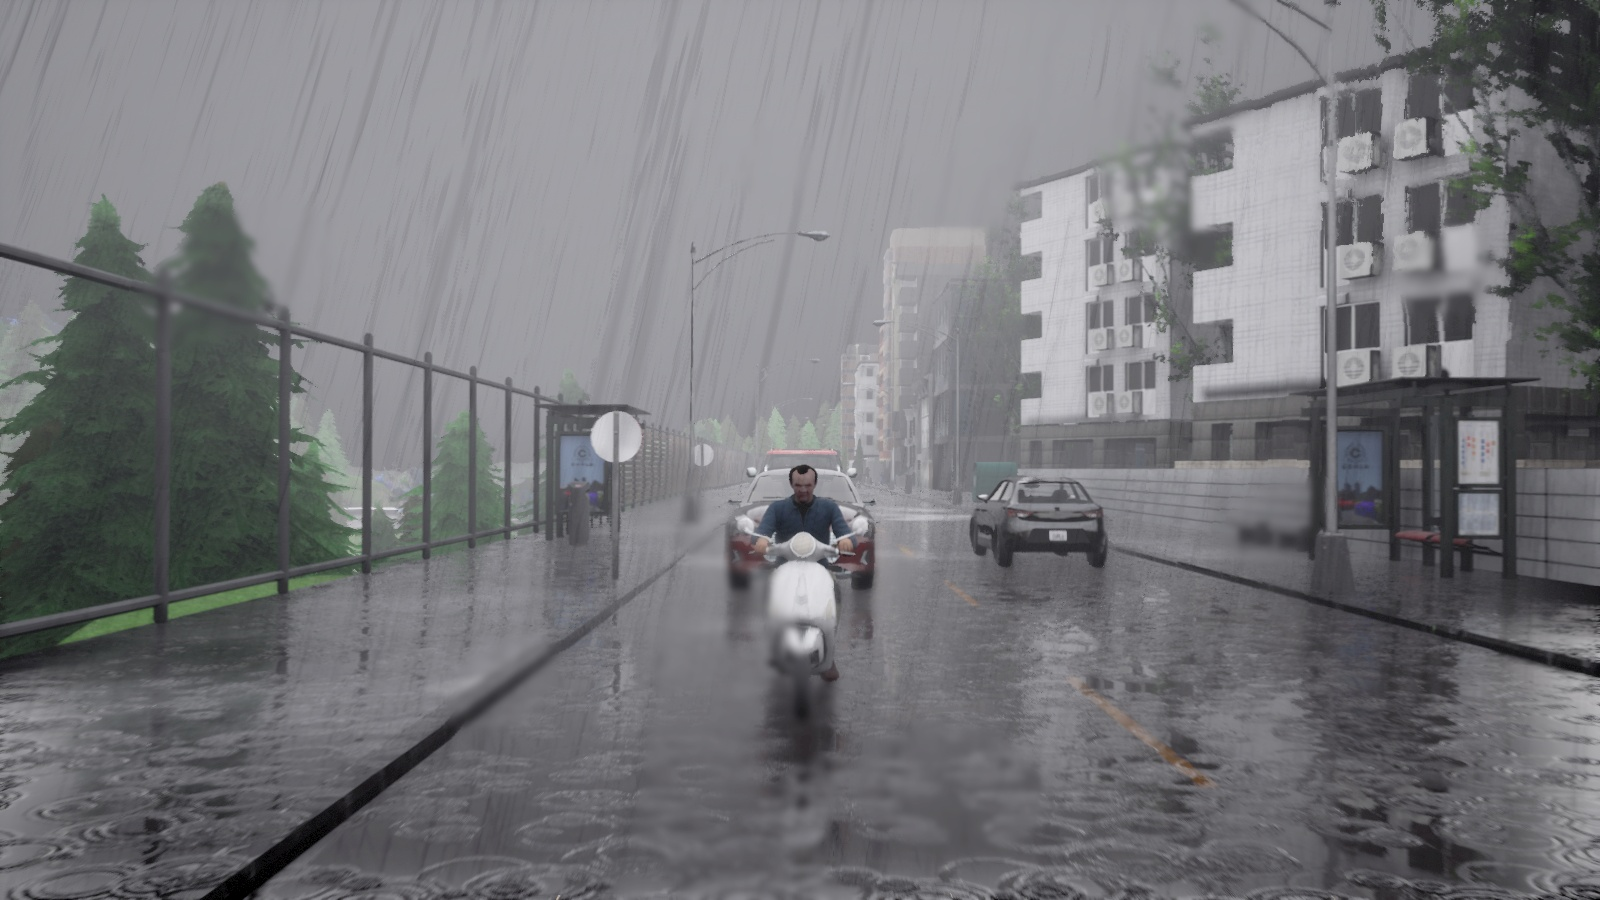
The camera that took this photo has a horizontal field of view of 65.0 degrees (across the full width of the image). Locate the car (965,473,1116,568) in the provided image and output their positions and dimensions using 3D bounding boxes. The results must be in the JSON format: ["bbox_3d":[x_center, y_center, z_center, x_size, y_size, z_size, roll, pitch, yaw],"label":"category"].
[{"bbox_3d":[4.044,1.138,21.811,1.816,1.474,4.193,0,-1,0],"label":"car"}]

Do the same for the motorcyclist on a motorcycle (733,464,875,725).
[{"bbox_3d":[0.027,0.895,8.616,0.866,1.590,1.817,0,-1,0],"label":"motorcyclist on a motorcycle"}]

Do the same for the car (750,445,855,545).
[{"bbox_3d":[0.045,0.960,28.519,2.150,2.045,5.566,0,-1,0],"label":"car"}]

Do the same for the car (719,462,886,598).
[{"bbox_3d":[0.038,1.010,17.764,2.033,1.649,4.856,0,-1,0],"label":"car"}]
